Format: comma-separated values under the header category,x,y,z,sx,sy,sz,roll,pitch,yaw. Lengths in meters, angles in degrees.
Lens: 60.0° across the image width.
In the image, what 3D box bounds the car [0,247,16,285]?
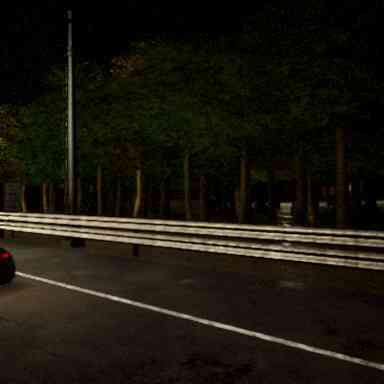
category,x,y,z,sx,sy,sz,roll,pitch,yaw
car,-6.407,1.676,8.566,4.181,1.385,1.994,-1,-1,36
